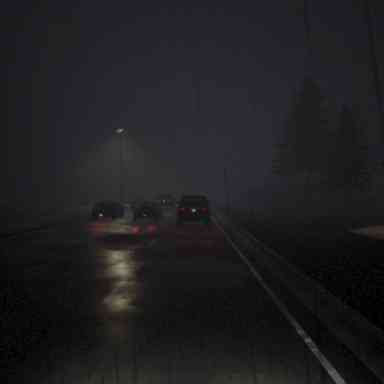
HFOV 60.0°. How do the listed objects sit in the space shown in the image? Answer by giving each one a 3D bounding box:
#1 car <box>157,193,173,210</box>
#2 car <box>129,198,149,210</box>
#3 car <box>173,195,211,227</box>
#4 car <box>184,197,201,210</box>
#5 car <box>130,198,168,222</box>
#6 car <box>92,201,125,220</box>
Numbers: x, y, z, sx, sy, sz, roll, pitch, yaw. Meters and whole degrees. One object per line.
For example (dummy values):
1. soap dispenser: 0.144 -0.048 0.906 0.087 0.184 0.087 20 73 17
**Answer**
1. car: -3.412 1.199 43.678 2.150 2.045 5.566 0 0 0
2. car: -6.911 1.539 44.017 1.994 1.385 4.181 0 0 0
3. car: 0.118 1.209 22.959 2.150 2.045 5.566 0 0 0
4. car: 0.113 1.468 44.005 2.128 1.511 4.902 0 0 0
5. car: -3.425 1.478 26.431 2.128 1.511 4.902 0 0 0
6. car: -6.917 1.492 27.750 1.837 1.490 4.892 0 1 0
